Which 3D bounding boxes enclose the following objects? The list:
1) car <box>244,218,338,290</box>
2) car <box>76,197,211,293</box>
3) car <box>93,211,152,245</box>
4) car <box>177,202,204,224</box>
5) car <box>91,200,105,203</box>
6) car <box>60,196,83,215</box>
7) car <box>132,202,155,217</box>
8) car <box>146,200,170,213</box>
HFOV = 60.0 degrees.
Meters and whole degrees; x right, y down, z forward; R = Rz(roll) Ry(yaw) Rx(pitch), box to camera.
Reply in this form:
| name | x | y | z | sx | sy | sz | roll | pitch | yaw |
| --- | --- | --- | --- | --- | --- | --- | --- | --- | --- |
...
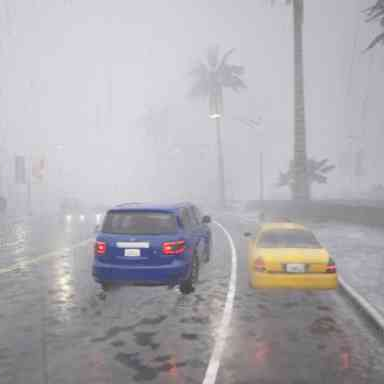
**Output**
| name | x | y | z | sx | sy | sz | roll | pitch | yaw |
| --- | --- | --- | --- | --- | --- | --- | --- | --- | --- |
| car | 2.403 | 1.464 | 9.041 | 1.801 | 1.575 | 5.366 | -1 | 0 | 8 |
| car | -0.762 | 1.289 | 9.254 | 2.150 | 2.045 | 5.566 | -1 | 0 | 9 |
| car | -3.426 | 1.758 | 17.488 | 1.895 | 1.301 | 4.718 | -1 | 0 | 3 |
| car | -0.225 | 1.658 | 27.108 | 1.837 | 1.490 | 4.892 | -1 | 0 | -4 |
| car | -12.336 | 2.065 | 44.145 | 1.895 | 1.301 | 4.718 | -1 | 0 | -30 |
| car | -15.289 | 1.708 | 42.230 | 2.150 | 2.045 | 5.566 | -1 | -1 | -30 |
| car | -5.333 | 1.855 | 35.902 | 1.994 | 1.385 | 4.181 | -1 | 0 | -15 |
| car | -4.542 | 1.846 | 43.659 | 1.812 | 1.442 | 4.674 | -1 | 0 | -24 |
